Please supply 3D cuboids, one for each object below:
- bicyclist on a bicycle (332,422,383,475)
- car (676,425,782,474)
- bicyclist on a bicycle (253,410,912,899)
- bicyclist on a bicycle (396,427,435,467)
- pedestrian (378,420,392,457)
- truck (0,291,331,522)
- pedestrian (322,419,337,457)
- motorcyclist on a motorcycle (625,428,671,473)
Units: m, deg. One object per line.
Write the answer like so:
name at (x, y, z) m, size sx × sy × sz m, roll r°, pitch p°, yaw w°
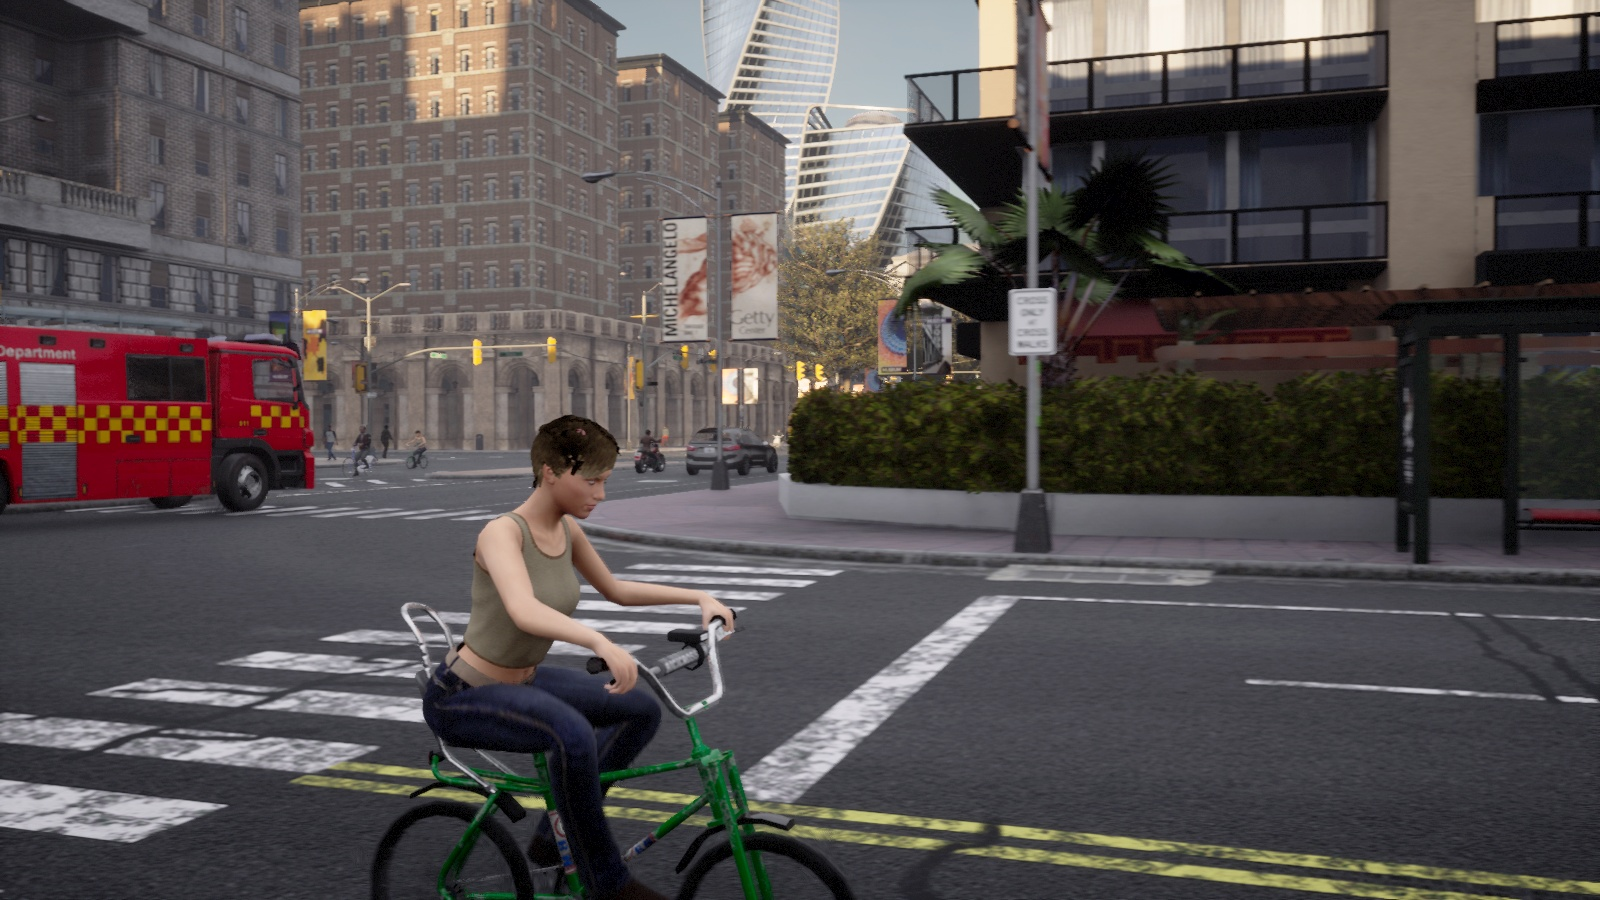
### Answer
bicyclist on a bicycle at (-15.199, -0.051, 43.135) m, size 0.659 × 1.776 × 1.843 m, roll 1°, pitch 1°, yaw 18°
car at (-2.469, -0.060, 45.068) m, size 2.242 × 1.667 × 4.611 m, roll 1°, pitch 1°, yaw 18°
bicyclist on a bicycle at (-0.543, 0.707, 3.380) m, size 1.509 × 1.612 × 0.866 m, roll 1°, pitch 1°, yaw 19°
bicyclist on a bicycle at (-15.969, -0.133, 52.166) m, size 0.866 × 1.612 × 1.509 m, roll 0°, pitch 1°, yaw 17°
pedestrian at (-21.965, -0.593, 66.433) m, size 0.395 × 1.930 × 0.692 m, roll 1°, pitch 1°, yaw 18°
truck at (-13.263, -0.764, 23.483) m, size 2.891 × 3.827 × 8.468 m, roll 1°, pitch 1°, yaw 31°
pedestrian at (-22.876, -0.581, 61.095) m, size 0.354 × 1.836 × 0.706 m, roll 0°, pitch 1°, yaw 10°
motorcyclist on a motorcycle at (-5.628, 0.008, 46.665) m, size 0.766 × 1.649 × 2.350 m, roll 1°, pitch 1°, yaw 18°
